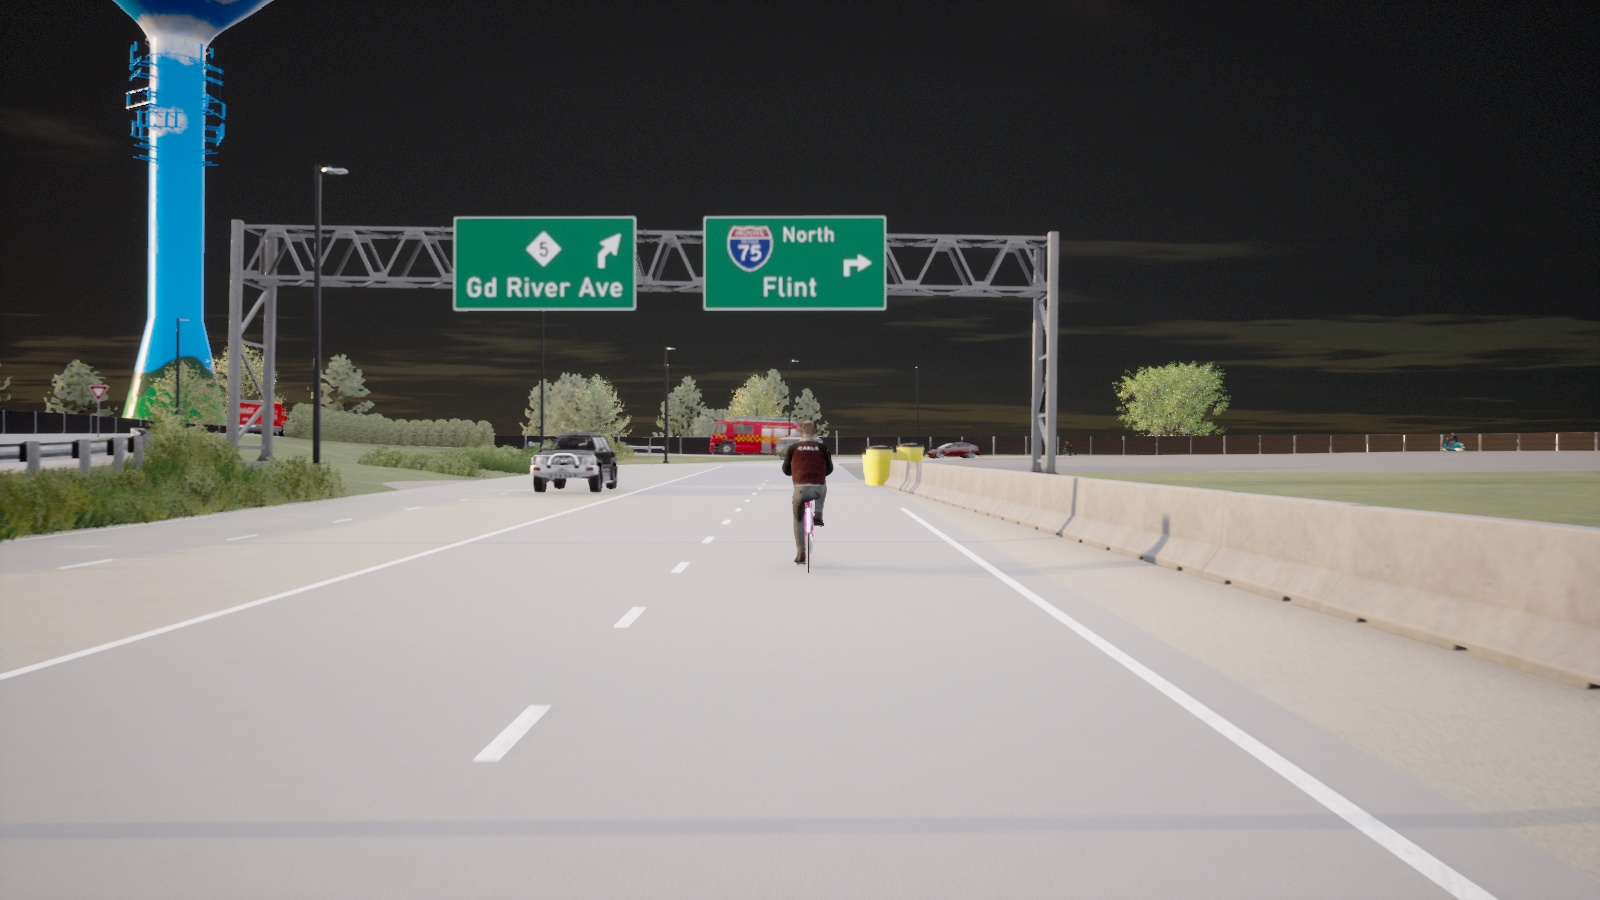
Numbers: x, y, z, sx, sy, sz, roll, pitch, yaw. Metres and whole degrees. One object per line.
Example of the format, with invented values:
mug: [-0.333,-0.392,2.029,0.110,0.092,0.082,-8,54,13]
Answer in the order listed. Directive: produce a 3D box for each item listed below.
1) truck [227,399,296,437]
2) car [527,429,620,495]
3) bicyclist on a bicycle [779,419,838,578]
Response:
truck: [-39.082,-2.269,91.341,2.627,2.467,5.204,0,-2,2]
car: [-6.765,0.325,37.964,1.932,1.855,4.605,0,0,0]
bicyclist on a bicycle: [0.101,0.533,14.985,0.659,1.776,1.843,0,1,0]
